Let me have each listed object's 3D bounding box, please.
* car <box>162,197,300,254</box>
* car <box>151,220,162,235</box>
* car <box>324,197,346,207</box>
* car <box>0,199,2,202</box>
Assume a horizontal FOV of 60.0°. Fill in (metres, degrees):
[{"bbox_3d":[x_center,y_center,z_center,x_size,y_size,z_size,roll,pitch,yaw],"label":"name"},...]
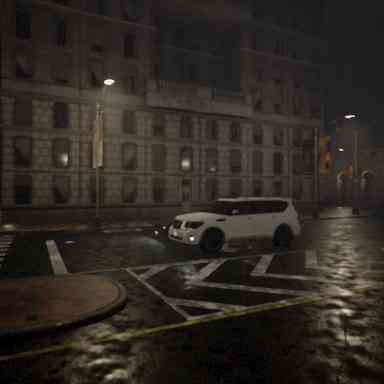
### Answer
[{"bbox_3d":[1.870,1.224,13.678,5.566,2.045,2.150,0,0,-26],"label":"car"},{"bbox_3d":[0.706,1.548,17.004,5.357,1.411,2.033,0,0,-26],"label":"car"},{"bbox_3d":[21.580,1.504,51.874,1.837,1.490,4.892,0,0,-26],"label":"car"},{"bbox_3d":[-35.425,1.541,66.219,2.033,1.411,5.357,0,0,16],"label":"car"}]
